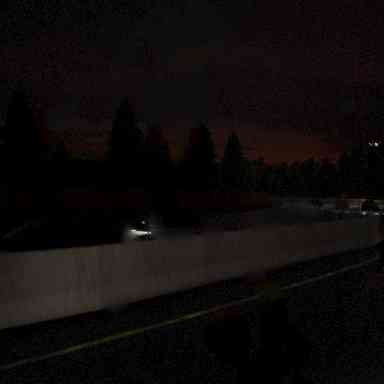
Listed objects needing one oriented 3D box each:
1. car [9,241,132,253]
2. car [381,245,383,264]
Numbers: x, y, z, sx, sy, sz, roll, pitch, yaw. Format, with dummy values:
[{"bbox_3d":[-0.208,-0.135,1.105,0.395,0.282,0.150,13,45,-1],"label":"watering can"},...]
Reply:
[{"bbox_3d":[-4.202,1.502,9.790,5.008,1.535,1.882,1,0,-38],"label":"car"},{"bbox_3d":[7.580,1.635,10.409,4.181,1.385,1.994,0,0,-43],"label":"car"}]
